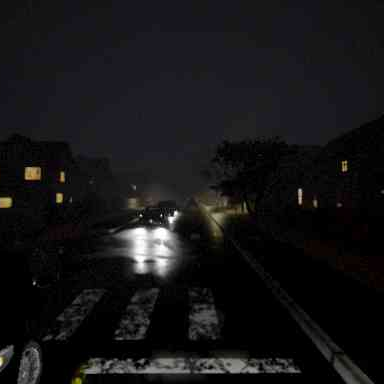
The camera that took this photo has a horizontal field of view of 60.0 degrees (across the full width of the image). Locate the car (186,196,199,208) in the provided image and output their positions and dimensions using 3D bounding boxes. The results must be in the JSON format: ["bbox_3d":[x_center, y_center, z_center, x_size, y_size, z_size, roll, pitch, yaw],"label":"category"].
[{"bbox_3d":[0.065,1.913,57.639,1.837,1.490,4.892,0,-1,0],"label":"car"}]

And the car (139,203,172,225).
[{"bbox_3d":[-2.865,1.747,25.472,1.895,1.301,4.718,0,0,0],"label":"car"}]

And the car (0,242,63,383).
[{"bbox_3d":[-3.007,1.542,4.792,1.812,1.442,4.674,1,0,-15],"label":"car"}]

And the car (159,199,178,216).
[{"bbox_3d":[-2.870,1.694,35.551,1.882,1.535,5.008,0,0,0],"label":"car"}]

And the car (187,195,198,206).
[{"bbox_3d":[0.056,1.736,67.853,2.150,2.045,5.566,0,-1,0],"label":"car"}]
